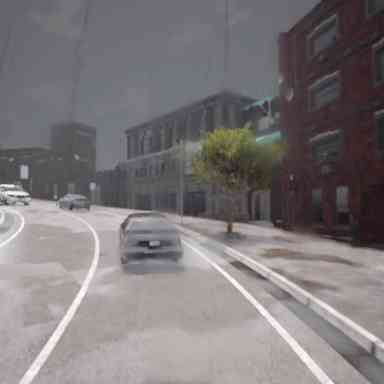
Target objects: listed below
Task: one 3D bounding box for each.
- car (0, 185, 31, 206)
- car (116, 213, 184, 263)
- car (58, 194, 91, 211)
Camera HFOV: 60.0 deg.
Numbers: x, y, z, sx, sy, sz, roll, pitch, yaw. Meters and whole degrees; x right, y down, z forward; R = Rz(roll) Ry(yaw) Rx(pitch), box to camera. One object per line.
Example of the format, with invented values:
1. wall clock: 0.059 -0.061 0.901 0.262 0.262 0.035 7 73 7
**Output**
1. car: -18.504 0.318 34.108 5.566 2.045 2.150 3 0 44
2. car: -1.600 1.439 11.629 2.033 1.411 5.357 1 1 -13
3. car: -11.058 0.944 31.139 2.128 1.511 4.902 3 0 -37
